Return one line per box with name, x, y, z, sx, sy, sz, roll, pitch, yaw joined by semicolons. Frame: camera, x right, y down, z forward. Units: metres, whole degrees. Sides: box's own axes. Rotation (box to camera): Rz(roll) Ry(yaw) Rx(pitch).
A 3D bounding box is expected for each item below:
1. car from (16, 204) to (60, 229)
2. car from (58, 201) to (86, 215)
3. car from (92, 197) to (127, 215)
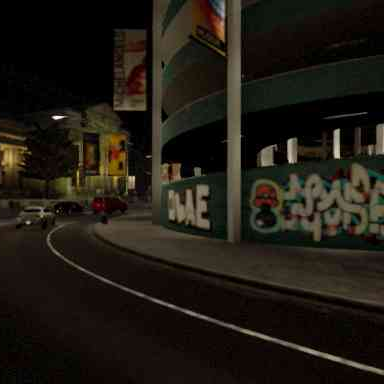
car;-10.806;1.733;23.200;1.812;1.442;4.674;0;-1;-12
car;-13.948;1.848;38.063;1.837;1.490;4.892;0;-1;12
car;-9.876;1.592;40.058;2.150;2.045;5.566;0;0;15
